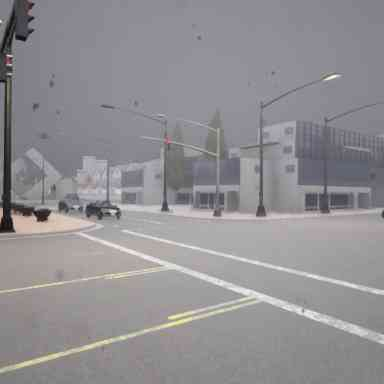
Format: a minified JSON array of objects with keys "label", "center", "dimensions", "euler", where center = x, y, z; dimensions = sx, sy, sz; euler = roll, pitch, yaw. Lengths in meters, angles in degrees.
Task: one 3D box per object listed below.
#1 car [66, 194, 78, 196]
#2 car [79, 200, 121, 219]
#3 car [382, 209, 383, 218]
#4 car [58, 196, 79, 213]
[{"label":"car","center":[-19.812,1.272,54.831],"dimensions":[2.150,2.045,5.566],"euler":[1,0,-21]},{"label":"car","center":[-7.771,1.501,28.881],"dimensions":[2.128,1.511,4.902],"euler":[1,0,-35]},{"label":"car","center":[19.322,1.751,30.702],"dimensions":[4.181,1.385,1.994],"euler":[0,0,-36]},{"label":"car","center":[-13.672,1.499,37.356],"dimensions":[2.128,1.511,4.902],"euler":[1,0,-35]}]
